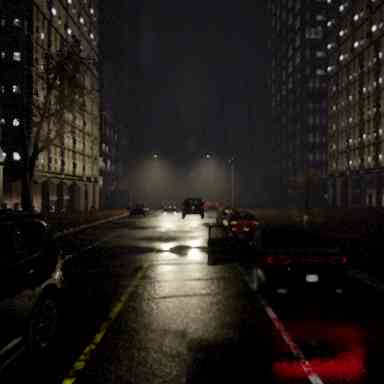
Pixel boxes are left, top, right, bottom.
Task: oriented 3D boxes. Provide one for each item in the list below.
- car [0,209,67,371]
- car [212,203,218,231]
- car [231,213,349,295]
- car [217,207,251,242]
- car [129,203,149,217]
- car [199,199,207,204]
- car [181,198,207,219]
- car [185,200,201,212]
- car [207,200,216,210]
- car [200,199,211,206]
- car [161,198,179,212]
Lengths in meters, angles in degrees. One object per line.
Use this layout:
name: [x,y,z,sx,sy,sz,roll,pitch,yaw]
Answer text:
car: [-3.097,1.256,3.170,2.150,2.045,5.566,0,-1,0]
car: [2.721,1.787,24.871,1.752,1.417,4.829,-1,-1,0]
car: [2.374,1.574,9.037,1.882,1.535,5.008,0,-1,0]
car: [2.712,1.746,19.058,1.887,1.381,4.507,-1,-1,0]
car: [-5.641,1.927,35.988,2.008,1.369,4.403,-1,-1,0]
car: [2.822,2.439,86.768,2.008,1.369,4.403,-1,-1,0]
car: [0.112,1.573,33.577,2.150,2.045,5.566,0,0,0]
car: [0.121,1.983,47.220,2.128,1.511,4.902,0,-1,1]
car: [2.757,2.037,47.271,1.887,1.381,4.507,-1,-1,0]
car: [2.794,2.271,69.840,2.008,1.369,4.403,-1,-1,0]
car: [-2.925,2.055,47.469,1.837,1.490,4.892,0,-1,0]
